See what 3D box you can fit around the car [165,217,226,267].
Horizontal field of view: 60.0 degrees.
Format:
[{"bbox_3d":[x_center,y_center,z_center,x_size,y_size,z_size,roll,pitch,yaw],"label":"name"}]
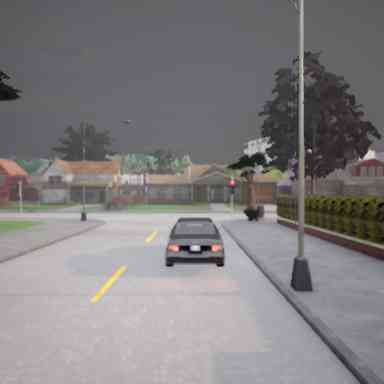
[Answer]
[{"bbox_3d":[0.095,1.576,11.558,2.033,1.411,5.357,0,0,0],"label":"car"}]
